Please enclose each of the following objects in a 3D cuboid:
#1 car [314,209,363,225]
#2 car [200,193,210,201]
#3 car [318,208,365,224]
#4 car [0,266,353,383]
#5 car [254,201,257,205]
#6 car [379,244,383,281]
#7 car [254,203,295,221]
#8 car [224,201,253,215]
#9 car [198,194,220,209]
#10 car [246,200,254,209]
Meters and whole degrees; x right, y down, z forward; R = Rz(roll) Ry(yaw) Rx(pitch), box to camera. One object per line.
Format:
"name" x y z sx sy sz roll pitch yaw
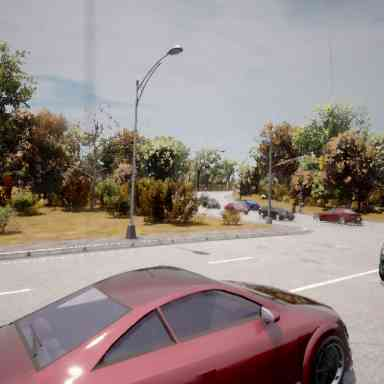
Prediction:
"car" 14.714 2.439 33.781 1.882 1.535 5.008 3 -1 -26
"car" 3.061 1.121 78.666 2.128 1.511 4.902 2 2 -1
"car" 16.767 2.648 37.566 1.812 1.442 4.674 3 -1 -25
"car" -0.075 1.571 3.696 4.181 1.385 1.994 0 0 -36
"car" 9.859 2.151 57.470 1.882 1.535 5.008 2 2 -14
"car" 6.942 1.485 8.756 4.553 1.767 2.097 2 -1 -36
"car" 9.310 2.295 36.708 1.837 1.490 4.892 3 -1 -23
"car" 5.961 2.204 45.364 1.812 1.442 4.674 3 0 -19
"car" 3.136 1.751 54.926 2.097 1.767 4.553 3 1 -14
"car" 7.498 2.234 52.722 1.994 1.385 4.181 3 1 -16
